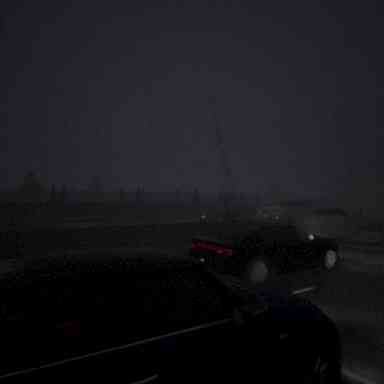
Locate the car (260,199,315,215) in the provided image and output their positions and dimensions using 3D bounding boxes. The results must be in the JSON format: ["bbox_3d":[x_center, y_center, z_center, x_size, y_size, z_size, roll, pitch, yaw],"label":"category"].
[{"bbox_3d":[7.781,1.541,26.728,5.566,2.045,2.150,2,-1,-35],"label":"car"}]

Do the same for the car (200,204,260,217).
[{"bbox_3d":[2.908,1.740,27.553,4.902,1.511,2.128,1,-1,-35],"label":"car"}]

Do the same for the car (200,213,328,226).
[{"bbox_3d":[2.252,1.577,9.649,5.008,1.535,1.882,1,-1,-35],"label":"car"}]

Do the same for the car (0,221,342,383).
[{"bbox_3d":[-0.479,1.372,3.404,4.553,1.767,2.097,1,-1,-35],"label":"car"}]

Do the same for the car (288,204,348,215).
[{"bbox_3d":[9.280,1.806,23.499,4.892,1.490,1.837,2,-1,-35],"label":"car"}]
